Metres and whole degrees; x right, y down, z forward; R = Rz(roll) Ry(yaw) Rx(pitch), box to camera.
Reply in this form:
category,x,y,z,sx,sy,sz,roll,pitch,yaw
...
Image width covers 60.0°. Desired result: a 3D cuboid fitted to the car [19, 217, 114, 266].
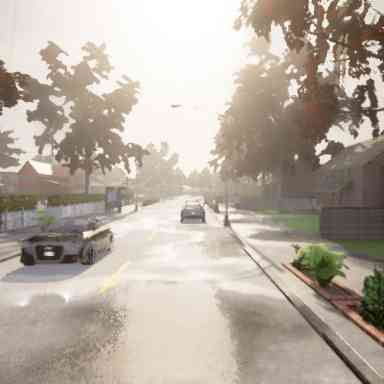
category,x,y,z,sx,sy,sz,roll,pitch,yaw
car,-4.023,1.562,11.364,1.994,1.385,4.181,0,0,0

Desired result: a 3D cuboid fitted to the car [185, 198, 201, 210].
category,x,y,z,sx,sy,sz,roll,pitch,yaw
car,0.086,1.552,43.903,1.994,1.385,4.181,0,0,0

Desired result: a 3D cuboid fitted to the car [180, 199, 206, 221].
category,x,y,z,sx,sy,sz,roll,pitch,yaw
car,0.079,1.556,26.997,1.994,1.385,4.181,0,0,0
